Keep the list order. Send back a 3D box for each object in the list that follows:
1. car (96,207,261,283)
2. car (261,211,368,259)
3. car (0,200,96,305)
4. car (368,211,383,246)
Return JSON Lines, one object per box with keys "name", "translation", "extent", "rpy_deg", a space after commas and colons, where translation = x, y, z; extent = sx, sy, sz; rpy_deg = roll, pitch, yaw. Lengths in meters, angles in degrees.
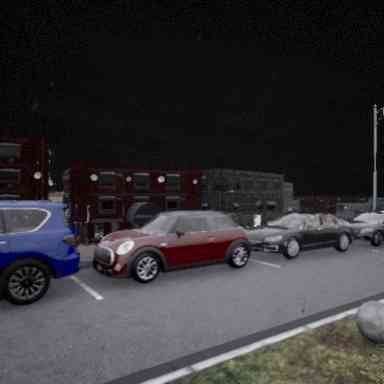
{"name": "car", "translation": [-0.478, 1.357, 9.738], "extent": [4.553, 1.767, 2.185], "rpy_deg": [0, 0, -34]}
{"name": "car", "translation": [4.224, 1.524, 12.843], "extent": [4.892, 1.521, 2.231], "rpy_deg": [1, 0, -32]}
{"name": "car", "translation": [-5.103, 1.213, 6.562], "extent": [5.566, 2.045, 2.435], "rpy_deg": [0, 0, -34]}
{"name": "car", "translation": [8.814, 1.620, 15.727], "extent": [4.674, 1.452, 2.002], "rpy_deg": [1, 0, -31]}
